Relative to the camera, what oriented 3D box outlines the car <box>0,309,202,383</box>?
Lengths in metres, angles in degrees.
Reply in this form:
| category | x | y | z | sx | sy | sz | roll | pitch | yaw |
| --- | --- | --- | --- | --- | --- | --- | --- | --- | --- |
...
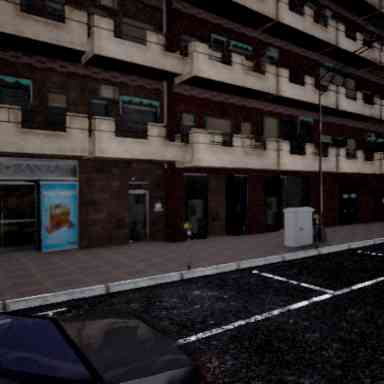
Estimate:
| category | x | y | z | sx | sy | sz | roll | pitch | yaw |
| --- | --- | --- | --- | --- | --- | --- | --- | --- | --- |
| car | -2.362 | 1.548 | 1.682 | 5.357 | 1.411 | 2.033 | 0 | 0 | -35 |
